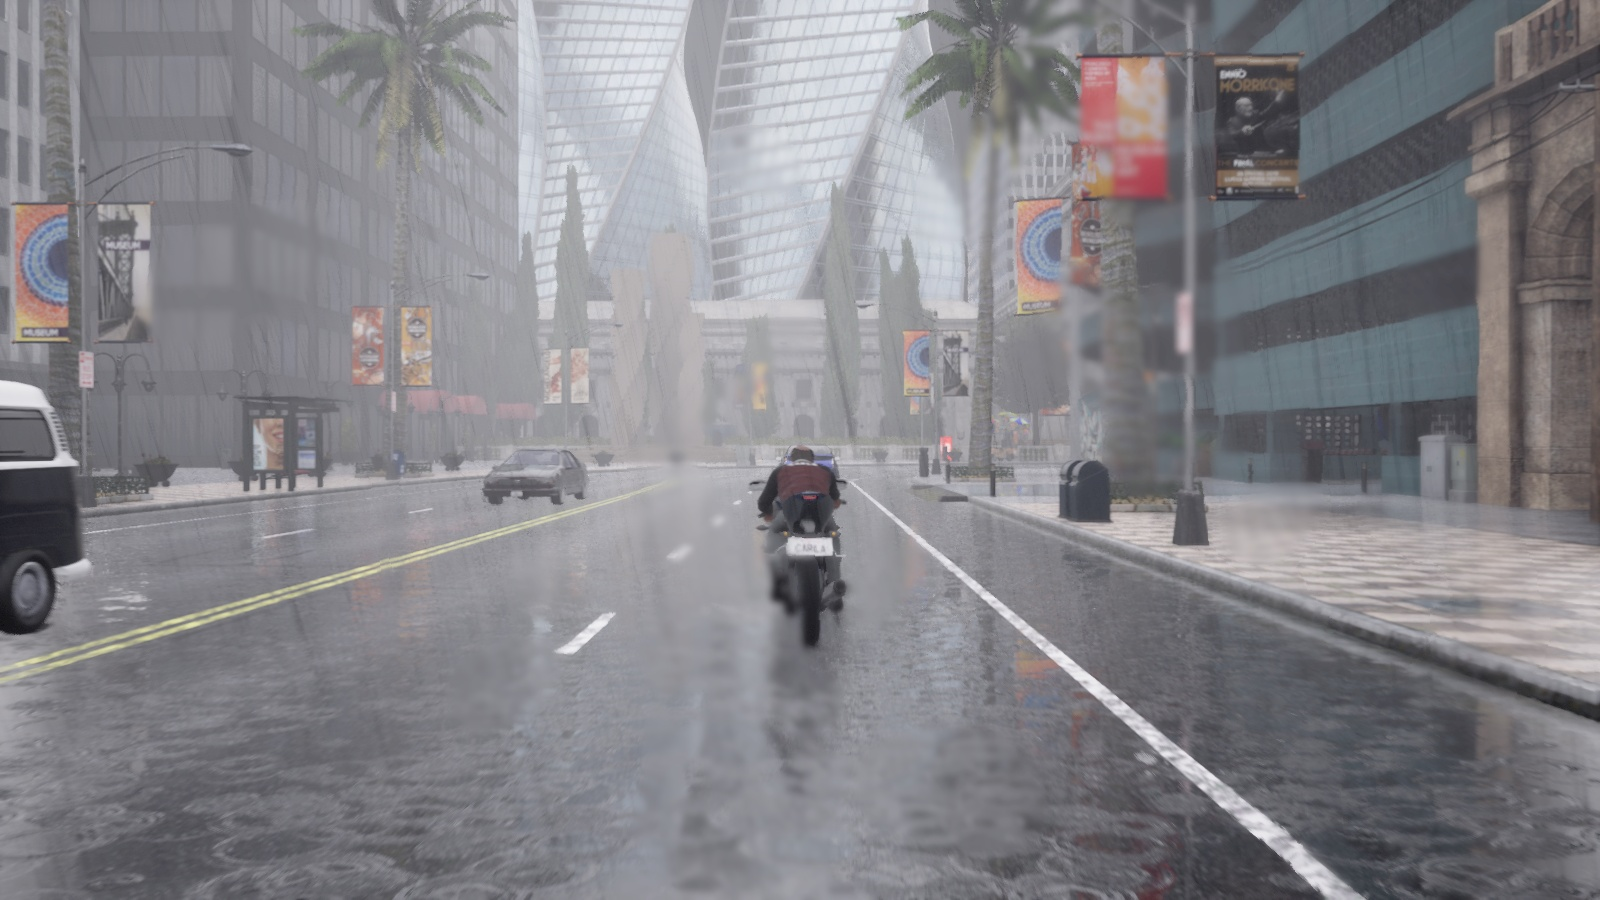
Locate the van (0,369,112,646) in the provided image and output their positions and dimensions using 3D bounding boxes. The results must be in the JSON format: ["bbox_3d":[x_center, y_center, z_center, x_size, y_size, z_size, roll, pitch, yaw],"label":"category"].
[{"bbox_3d":[-6.934,0.427,8.507,2.069,2.038,4.480,0,0,0],"label":"van"}]

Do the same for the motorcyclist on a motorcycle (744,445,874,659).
[{"bbox_3d":[0.019,0.736,10.184,0.866,1.530,2.191,-1,0,-4],"label":"motorcyclist on a motorcycle"}]

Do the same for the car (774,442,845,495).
[{"bbox_3d":[0.253,0.523,38.146,2.007,1.525,4.514,0,0,0],"label":"car"}]

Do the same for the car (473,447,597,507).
[{"bbox_3d":[-6.787,0.642,32.757,2.033,1.411,5.357,0,0,1],"label":"car"}]
